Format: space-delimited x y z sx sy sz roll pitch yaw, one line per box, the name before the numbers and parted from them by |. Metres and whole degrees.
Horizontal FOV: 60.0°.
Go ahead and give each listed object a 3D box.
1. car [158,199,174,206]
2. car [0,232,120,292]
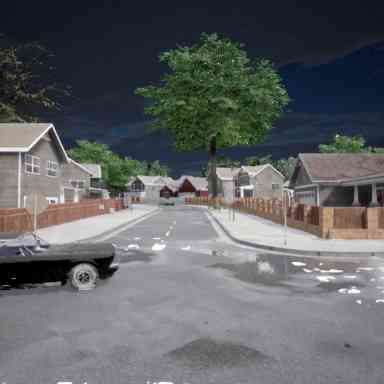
car | -5.030 2.041 64.894 1.994 1.385 4.181 1 -1 -27
car | -4.152 1.638 8.028 4.718 1.301 1.895 0 0 -13
